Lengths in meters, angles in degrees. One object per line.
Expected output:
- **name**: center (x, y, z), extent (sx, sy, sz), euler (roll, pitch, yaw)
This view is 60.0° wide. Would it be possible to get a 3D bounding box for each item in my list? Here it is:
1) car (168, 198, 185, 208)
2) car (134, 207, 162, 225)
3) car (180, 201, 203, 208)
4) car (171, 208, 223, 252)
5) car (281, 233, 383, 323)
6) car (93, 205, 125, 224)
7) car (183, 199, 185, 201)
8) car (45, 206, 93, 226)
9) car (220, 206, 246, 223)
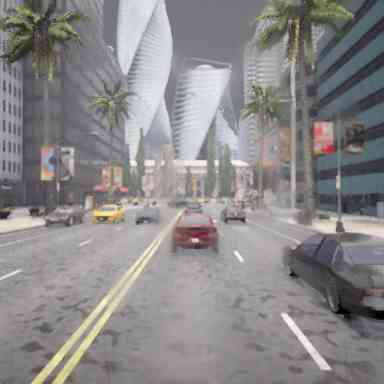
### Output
- **car**: center (-3.099, 2.206, 69.632), extent (2.150, 2.045, 5.566), euler (0, -1, 22)
- **car**: center (-3.558, 1.946, 28.224), extent (2.033, 1.411, 5.357), euler (0, -1, 0)
- **car**: center (0.153, 1.988, 35.178), extent (2.128, 1.511, 4.902), euler (0, -1, 0)
- **car**: center (0.117, 1.689, 14.890), extent (1.882, 1.535, 5.008), euler (0, -1, 0)
- **car**: center (3.595, 1.659, 7.714), extent (2.033, 1.411, 5.357), euler (0, -1, 0)
- **car**: center (-7.055, 1.879, 28.554), extent (1.882, 1.535, 5.008), euler (0, -1, 0)
- **car**: center (0.226, 2.519, 68.526), extent (1.994, 1.385, 4.181), euler (0, -1, 22)
- **car**: center (-10.046, 1.856, 26.703), extent (2.231, 1.521, 4.892), euler (0, -1, 0)
- **car**: center (3.645, 1.974, 30.081), extent (2.033, 1.411, 5.357), euler (0, -1, 0)
